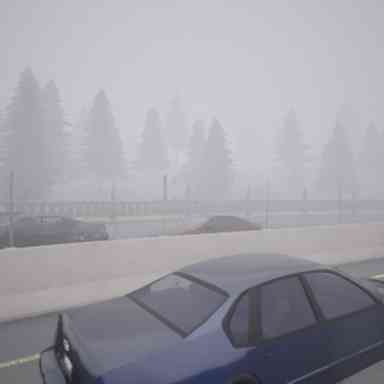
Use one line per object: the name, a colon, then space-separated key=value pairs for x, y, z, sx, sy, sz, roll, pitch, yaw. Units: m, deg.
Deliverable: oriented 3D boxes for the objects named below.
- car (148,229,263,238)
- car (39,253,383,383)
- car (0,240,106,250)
car: x=0.611 y=1.536 z=12.416 sx=4.674 sy=1.442 sz=1.812 roll=0 pitch=0 yaw=-30
car: x=1.024 y=1.554 z=4.276 sx=5.357 sy=1.411 sz=2.033 roll=0 pitch=0 yaw=-33
car: x=-5.930 y=1.528 z=12.504 sx=5.357 sy=1.411 sz=2.033 roll=0 pitch=0 yaw=-34
